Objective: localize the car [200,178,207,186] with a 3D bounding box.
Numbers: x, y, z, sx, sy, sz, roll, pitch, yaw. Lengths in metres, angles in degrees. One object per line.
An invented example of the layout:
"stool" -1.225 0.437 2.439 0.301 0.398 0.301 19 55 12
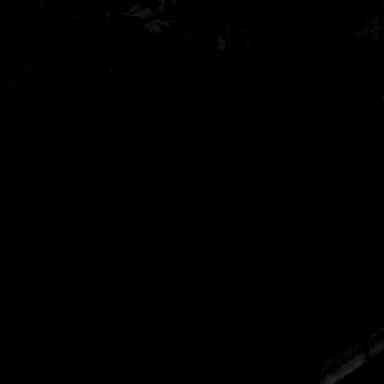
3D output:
"car" 3.882 -2.010 78.073 2.163 1.488 4.792 5 2 35

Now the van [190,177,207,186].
"van" 1.666 -2.444 79.711 1.878 1.987 4.442 5 2 35

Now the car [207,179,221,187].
"car" 6.169 -1.982 76.496 2.185 1.767 4.553 5 2 35

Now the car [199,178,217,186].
"car" 4.528 -2.774 93.455 2.435 2.045 5.566 5 2 35
